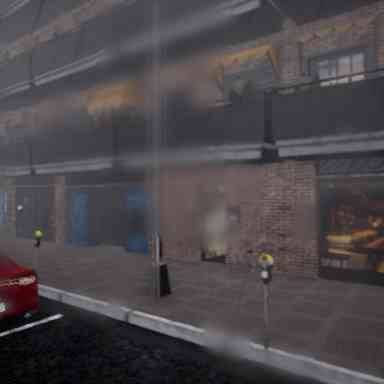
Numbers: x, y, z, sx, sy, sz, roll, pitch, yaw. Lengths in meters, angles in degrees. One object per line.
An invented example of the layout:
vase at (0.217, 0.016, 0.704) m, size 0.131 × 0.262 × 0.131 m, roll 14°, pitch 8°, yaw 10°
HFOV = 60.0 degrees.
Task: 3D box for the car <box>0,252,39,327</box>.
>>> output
car at (-4.680, 1.619, 6.210) m, size 4.507 × 1.381 × 1.887 m, roll -1°, pitch 0°, yaw 35°
